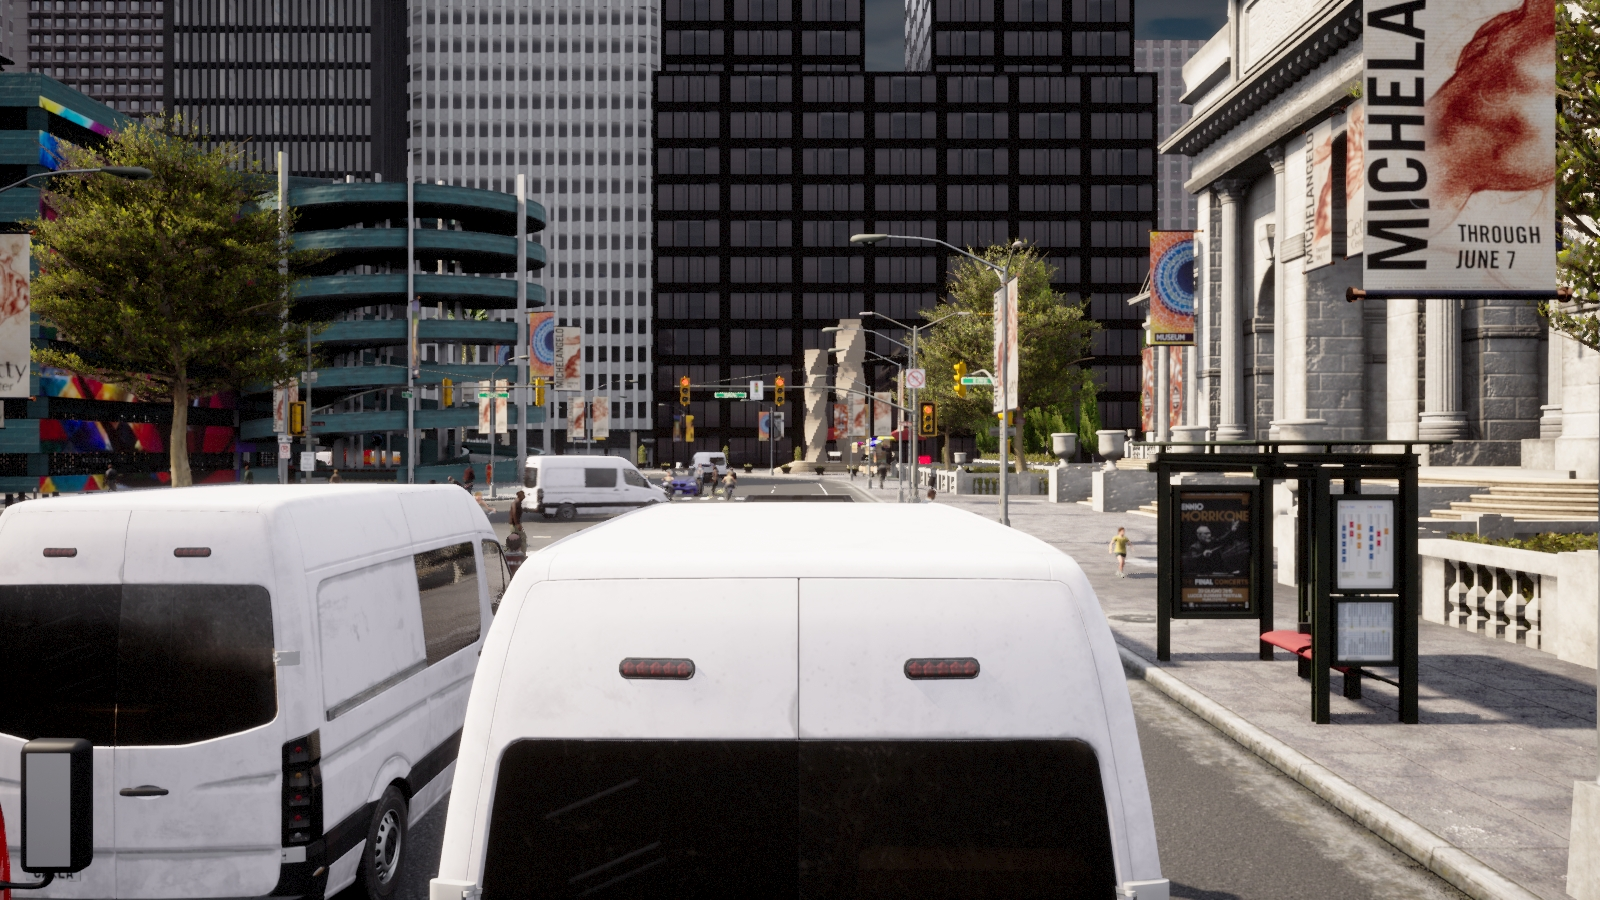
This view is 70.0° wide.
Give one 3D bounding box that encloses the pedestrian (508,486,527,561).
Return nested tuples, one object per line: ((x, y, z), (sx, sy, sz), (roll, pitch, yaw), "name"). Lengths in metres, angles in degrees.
((-7.078, 1.838, 28.640), (0.375, 1.860, 0.375), (0, 0, 4), "pedestrian")

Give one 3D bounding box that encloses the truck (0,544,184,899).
((-3.506, 1.567, 1.456), (2.627, 2.467, 5.204), (0, 0, 0), "truck")

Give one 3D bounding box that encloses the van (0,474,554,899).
((-3.517, 1.531, 8.781), (1.988, 2.561, 5.915), (0, 0, 0), "van")

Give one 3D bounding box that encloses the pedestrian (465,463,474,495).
((-19.113, 1.672, 66.021), (0.375, 1.860, 0.375), (0, 0, 12), "pedestrian")

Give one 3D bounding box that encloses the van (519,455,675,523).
((-8.169, 1.517, 46.306), (5.915, 2.561, 1.988), (0, 1, -33), "van")

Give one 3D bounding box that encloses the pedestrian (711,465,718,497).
((-4.980, 1.823, 66.920), (0.375, 1.860, 0.375), (0, 0, -10), "pedestrian")

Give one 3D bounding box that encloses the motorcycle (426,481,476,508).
((-17.164, 2.184, 56.256), (2.209, 1.251, 0.867), (0, 0, -32), "motorcycle")

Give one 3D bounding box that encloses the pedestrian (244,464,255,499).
((-29.344, 1.673, 60.883), (0.375, 1.860, 0.375), (0, 0, 8), "pedestrian")

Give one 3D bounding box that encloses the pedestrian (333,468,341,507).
((-22.643, 1.827, 55.861), (0.375, 1.860, 0.375), (0, 0, -21), "pedestrian")

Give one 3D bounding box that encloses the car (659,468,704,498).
((-7.082, 1.941, 68.863), (2.242, 1.667, 4.611), (0, 0, 0), "car")

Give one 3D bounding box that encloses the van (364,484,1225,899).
((-0.014, 1.532, 5.596), (1.988, 2.561, 5.915), (0, 0, 0), "van")

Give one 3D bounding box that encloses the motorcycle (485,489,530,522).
((-11.522, 2.164, 45.025), (0.856, 1.236, 1.805), (0, 0, 20), "motorcycle")

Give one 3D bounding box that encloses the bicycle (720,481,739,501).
((-3.846, 2.234, 62.245), (0.859, 1.080, 1.487), (0, -1, 2), "bicycle")

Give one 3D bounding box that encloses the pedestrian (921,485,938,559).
((3.318, 1.837, 29.239), (0.375, 1.860, 0.375), (0, 0, -5), "pedestrian")

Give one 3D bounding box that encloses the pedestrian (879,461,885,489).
((5.461, 1.669, 76.171), (0.375, 1.860, 0.375), (0, 0, 2), "pedestrian")

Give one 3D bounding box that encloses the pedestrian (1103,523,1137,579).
((6.586, 2.067, 23.503), (0.500, 1.100, 0.500), (0, 0, -14), "pedestrian")

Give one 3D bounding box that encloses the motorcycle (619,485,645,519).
((-6.967, 2.152, 47.507), (0.764, 1.277, 2.356), (0, 0, 0), "motorcycle")

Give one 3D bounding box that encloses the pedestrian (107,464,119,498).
((-37.200, 1.673, 61.863), (0.375, 1.860, 0.375), (0, 0, 6), "pedestrian")
